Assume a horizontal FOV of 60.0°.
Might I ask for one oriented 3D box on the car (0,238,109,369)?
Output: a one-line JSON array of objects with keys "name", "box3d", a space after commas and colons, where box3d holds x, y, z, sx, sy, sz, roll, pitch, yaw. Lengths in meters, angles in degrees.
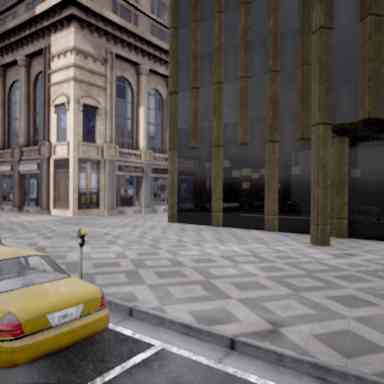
[{"name": "car", "box3d": [-3.423, 1.434, 5.397, 4.829, 1.417, 1.752, 1, 0, 35]}]
